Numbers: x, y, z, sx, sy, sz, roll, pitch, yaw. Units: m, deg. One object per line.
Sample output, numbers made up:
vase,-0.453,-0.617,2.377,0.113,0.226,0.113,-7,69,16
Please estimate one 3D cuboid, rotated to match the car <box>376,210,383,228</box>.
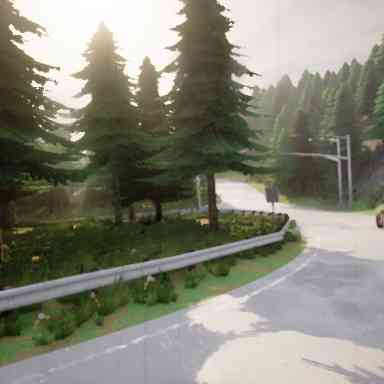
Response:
car,11.372,1.343,17.804,1.812,1.442,4.674,-3,-1,14
